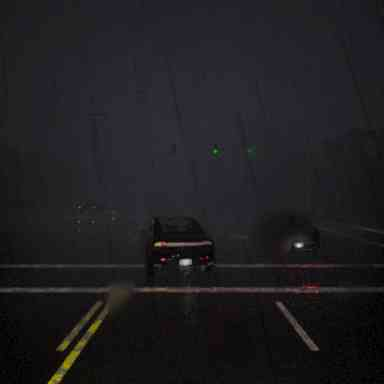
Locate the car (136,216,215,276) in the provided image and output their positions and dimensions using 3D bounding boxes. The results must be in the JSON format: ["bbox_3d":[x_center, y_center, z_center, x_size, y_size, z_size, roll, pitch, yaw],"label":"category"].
[{"bbox_3d":[-0.668,1.503,10.521,2.128,1.511,4.902,0,0,-12],"label":"car"}]

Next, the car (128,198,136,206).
[{"bbox_3d":[-10.543,1.655,55.026,1.895,1.301,4.718,0,0,0],"label":"car"}]

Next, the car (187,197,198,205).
[{"bbox_3d":[0.103,1.550,58.352,2.128,1.511,4.902,0,0,0],"label":"car"}]

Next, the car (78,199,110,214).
[{"bbox_3d":[-10.598,1.636,35.714,1.895,1.301,4.718,0,0,0],"label":"car"}]

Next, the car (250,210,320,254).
[{"bbox_3d":[3.601,1.520,13.584,1.837,1.490,4.892,0,0,0],"label":"car"}]

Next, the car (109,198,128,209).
[{"bbox_3d":[-10.586,1.536,45.054,2.128,1.511,4.902,0,0,0],"label":"car"}]
